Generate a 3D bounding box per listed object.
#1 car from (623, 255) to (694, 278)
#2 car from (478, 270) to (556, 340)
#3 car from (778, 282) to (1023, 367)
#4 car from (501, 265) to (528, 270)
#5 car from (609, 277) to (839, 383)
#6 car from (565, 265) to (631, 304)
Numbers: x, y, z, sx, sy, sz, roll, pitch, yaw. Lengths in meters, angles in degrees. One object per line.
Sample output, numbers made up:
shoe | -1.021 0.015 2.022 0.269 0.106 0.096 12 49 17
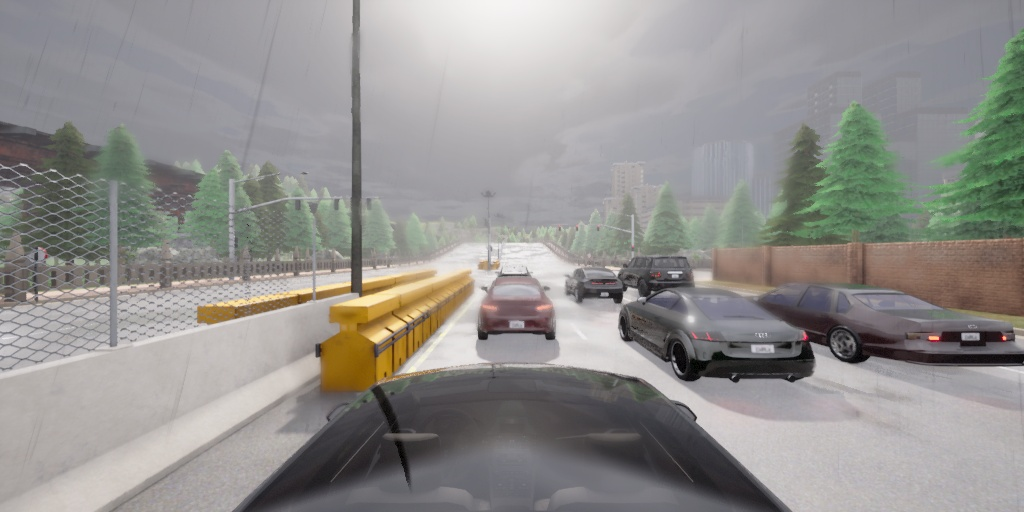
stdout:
car | 7.118 0.970 18.310 2.150 2.045 5.566 0 0 0
car | 0.110 1.275 9.834 1.812 1.442 4.674 0 0 0
car | 7.108 1.297 8.068 2.033 1.411 5.357 0 0 0
car | 0.120 1.240 19.079 2.128 1.511 4.902 0 0 0
car | 3.611 1.313 7.204 1.994 1.385 4.181 0 0 -1
car | 3.616 1.253 16.371 1.837 1.490 4.892 0 0 0
